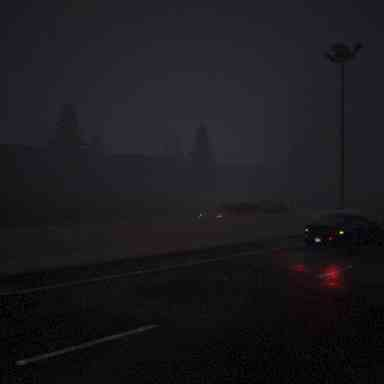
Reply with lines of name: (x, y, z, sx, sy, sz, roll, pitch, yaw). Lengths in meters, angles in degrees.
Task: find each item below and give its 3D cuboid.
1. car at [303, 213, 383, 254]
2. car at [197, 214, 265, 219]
car: (6.393, 1.585, 13.786, 4.674, 1.442, 1.812, 0, 0, -41)
car: (2.376, 1.417, 19.777, 4.553, 1.767, 2.097, 0, 0, -41)
